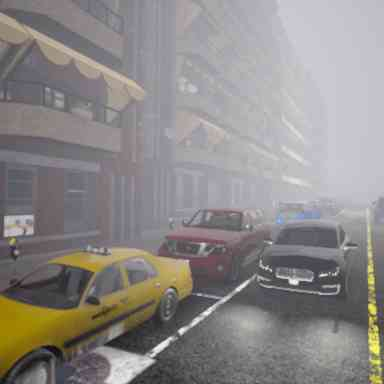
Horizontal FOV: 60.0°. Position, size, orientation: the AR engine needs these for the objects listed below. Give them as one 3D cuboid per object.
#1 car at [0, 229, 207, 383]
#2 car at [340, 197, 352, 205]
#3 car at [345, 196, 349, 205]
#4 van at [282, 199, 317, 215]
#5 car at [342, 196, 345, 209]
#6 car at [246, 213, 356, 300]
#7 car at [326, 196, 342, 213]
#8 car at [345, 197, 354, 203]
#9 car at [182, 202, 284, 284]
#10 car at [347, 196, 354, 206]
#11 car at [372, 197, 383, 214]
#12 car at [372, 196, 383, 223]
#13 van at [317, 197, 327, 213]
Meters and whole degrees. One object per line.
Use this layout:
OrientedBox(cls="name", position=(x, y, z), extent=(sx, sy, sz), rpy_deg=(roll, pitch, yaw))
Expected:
OrientedBox(cls="car", position=(-1.653, 1.546, 5.082), extent=(1.752, 1.417, 4.829), rpy_deg=(2, 1, 28))
OrientedBox(cls="car", position=(31.926, 1.868, 68.847), extent=(1.887, 1.381, 4.507), rpy_deg=(1, 0, 28))
OrientedBox(cls="car", position=(21.618, 1.765, 49.274), extent=(1.947, 1.339, 4.313), rpy_deg=(1, 0, 28))
OrientedBox(cls="van", position=(6.161, 1.406, 19.910), extent=(1.690, 1.788, 3.998), rpy_deg=(2, 1, 28))
OrientedBox(cls="car", position=(16.469, 1.465, 39.484), extent=(2.192, 1.841, 5.009), rpy_deg=(1, 0, 28))
OrientedBox(cls="car", position=(3.140, 1.531, 8.723), extent=(1.837, 1.490, 4.892), rpy_deg=(0, 0, 28))
OrientedBox(cls="car", position=(13.892, 1.442, 34.591), extent=(2.192, 1.841, 5.009), rpy_deg=(1, 0, 28))
OrientedBox(cls="car", position=(39.657, 2.019, 83.529), extent=(1.802, 1.307, 4.206), rpy_deg=(1, 0, 28))
OrientedBox(cls="car", position=(1.008, 1.349, 10.125), extent=(2.192, 1.841, 5.009), rpy_deg=(2, 1, 28))
OrientedBox(cls="car", position=(29.353, 1.605, 63.951), extent=(2.192, 1.841, 5.009), rpy_deg=(1, 0, 28))
OrientedBox(cls="car", position=(21.496, 1.488, 37.499), extent=(2.097, 1.767, 4.553), rpy_deg=(0, 0, 28))
OrientedBox(cls="car", position=(15.257, 1.304, 25.634), extent=(2.150, 2.045, 5.566), rpy_deg=(0, 0, 28))
OrientedBox(cls="van", position=(8.738, 1.425, 24.805), extent=(1.690, 1.788, 3.998), rpy_deg=(1, 0, 28))
